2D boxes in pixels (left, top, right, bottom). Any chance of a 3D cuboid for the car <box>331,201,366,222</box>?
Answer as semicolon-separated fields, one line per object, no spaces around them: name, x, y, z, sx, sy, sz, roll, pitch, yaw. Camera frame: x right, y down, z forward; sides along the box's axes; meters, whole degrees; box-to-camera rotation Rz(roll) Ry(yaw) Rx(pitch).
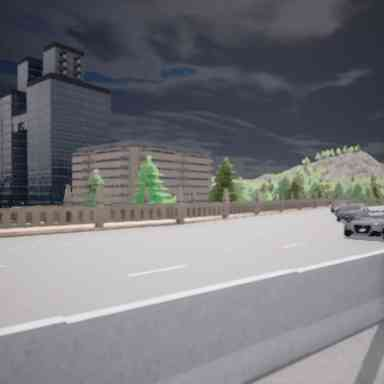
car;13.339;1.684;27.414;1.837;1.490;4.892;0;-1;38

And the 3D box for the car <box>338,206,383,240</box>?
car;9.624;1.672;17.657;1.994;1.385;4.181;0;-1;42
